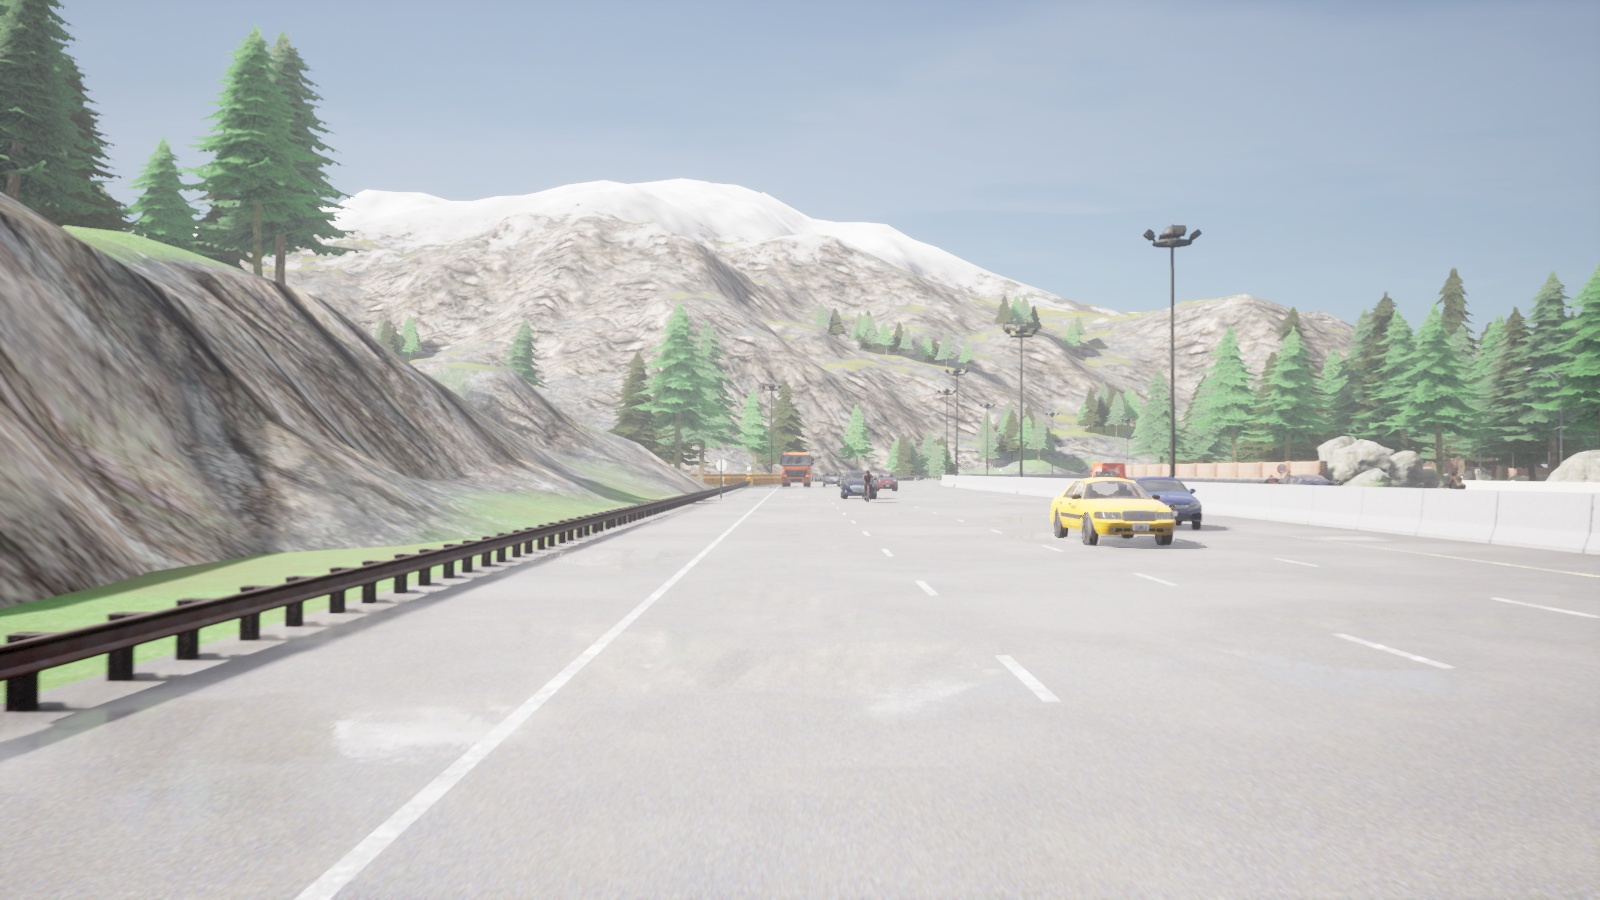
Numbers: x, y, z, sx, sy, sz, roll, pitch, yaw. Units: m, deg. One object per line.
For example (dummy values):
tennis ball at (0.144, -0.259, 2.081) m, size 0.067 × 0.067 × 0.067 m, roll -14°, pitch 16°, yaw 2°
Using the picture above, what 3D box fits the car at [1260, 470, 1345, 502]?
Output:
car at (24.352, 1.740, 61.082) m, size 2.163 × 1.488 × 4.792 m, roll 0°, pitch -1°, yaw 0°

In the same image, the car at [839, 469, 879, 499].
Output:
car at (3.327, 1.927, 71.444) m, size 2.033 × 1.649 × 4.856 m, roll 0°, pitch -1°, yaw 0°

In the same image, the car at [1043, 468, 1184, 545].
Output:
car at (6.931, 1.201, 28.359) m, size 1.801 × 1.575 × 5.366 m, roll 0°, pitch -1°, yaw 0°

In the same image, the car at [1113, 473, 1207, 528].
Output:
car at (10.219, 1.401, 35.958) m, size 1.812 × 1.442 × 4.674 m, roll 0°, pitch -1°, yaw 6°

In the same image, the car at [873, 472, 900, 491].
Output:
car at (6.763, 2.447, 98.297) m, size 1.845 × 1.501 × 3.633 m, roll 0°, pitch -1°, yaw 0°
